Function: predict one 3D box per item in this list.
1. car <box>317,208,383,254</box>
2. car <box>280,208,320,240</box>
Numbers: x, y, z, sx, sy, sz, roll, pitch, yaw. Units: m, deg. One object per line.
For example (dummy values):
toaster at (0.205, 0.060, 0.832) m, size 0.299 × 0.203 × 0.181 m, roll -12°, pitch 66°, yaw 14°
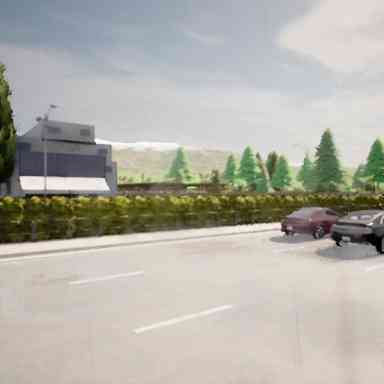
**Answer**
car at (7.605, 1.491, 13.508) m, size 4.902 × 1.511 × 2.128 m, roll 0°, pitch 0°, yaw -35°
car at (6.483, 1.525, 17.003) m, size 4.674 × 1.442 × 1.812 m, roll 0°, pitch 0°, yaw -35°
